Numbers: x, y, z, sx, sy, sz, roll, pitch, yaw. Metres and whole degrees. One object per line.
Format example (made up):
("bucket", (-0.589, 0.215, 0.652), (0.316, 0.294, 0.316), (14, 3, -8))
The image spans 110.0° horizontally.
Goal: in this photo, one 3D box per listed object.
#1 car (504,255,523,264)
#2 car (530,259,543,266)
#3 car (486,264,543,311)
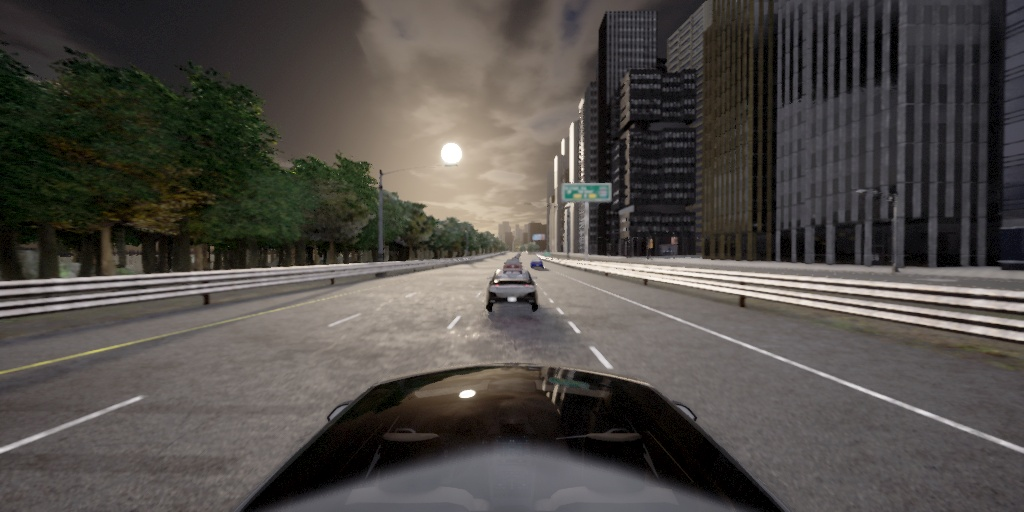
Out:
("car", (0.129, 1.089, 40.489), (2.097, 1.767, 4.553), (0, 0, 0))
("car", (3.874, 1.168, 56.442), (1.882, 1.535, 5.008), (0, 0, 1))
("car", (0.009, 1.251, 14.578), (2.128, 1.511, 4.902), (0, 0, 0))
